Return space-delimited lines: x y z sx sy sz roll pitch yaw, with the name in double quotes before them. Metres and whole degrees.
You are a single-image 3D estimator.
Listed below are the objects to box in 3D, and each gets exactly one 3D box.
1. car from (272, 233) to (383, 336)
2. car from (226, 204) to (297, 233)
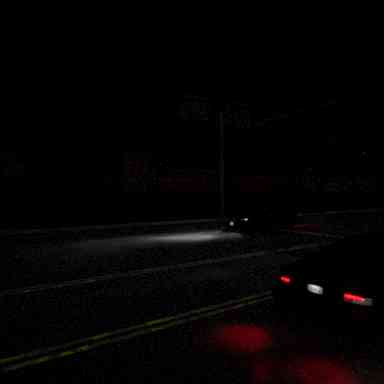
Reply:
"car" 3.952 1.547 6.588 5.357 1.411 2.033 0 0 -35
"car" 4.205 1.491 19.881 4.902 1.511 2.128 0 0 -35
